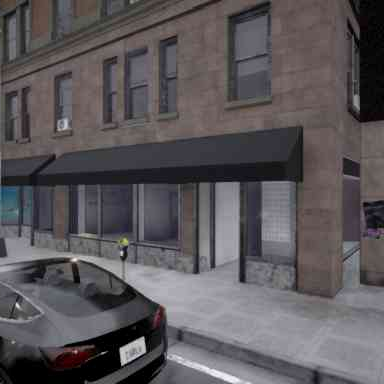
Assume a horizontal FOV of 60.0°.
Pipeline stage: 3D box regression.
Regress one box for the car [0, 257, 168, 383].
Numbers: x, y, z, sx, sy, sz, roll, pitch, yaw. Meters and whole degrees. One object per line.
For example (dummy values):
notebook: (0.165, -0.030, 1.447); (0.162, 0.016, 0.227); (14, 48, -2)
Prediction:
car: (-2.260, 1.566, 4.413); (4.313, 1.339, 1.947); (0, 0, 35)
